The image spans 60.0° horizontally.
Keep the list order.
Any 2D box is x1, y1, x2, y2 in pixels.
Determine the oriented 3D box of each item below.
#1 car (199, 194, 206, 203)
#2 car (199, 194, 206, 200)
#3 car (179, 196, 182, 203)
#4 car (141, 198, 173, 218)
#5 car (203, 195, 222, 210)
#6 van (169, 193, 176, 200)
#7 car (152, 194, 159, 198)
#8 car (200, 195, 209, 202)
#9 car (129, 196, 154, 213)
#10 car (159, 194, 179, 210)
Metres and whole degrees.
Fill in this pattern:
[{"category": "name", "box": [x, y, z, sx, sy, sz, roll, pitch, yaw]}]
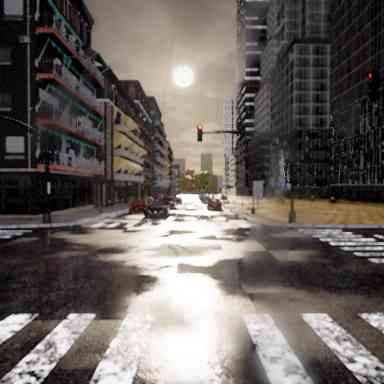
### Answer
[{"category": "car", "box": [2.787, 1.444, 64.096, 2.008, 1.369, 4.403, -1, 0, 0]}, {"category": "car", "box": [2.848, 1.381, 92.512, 1.752, 1.417, 4.829, -1, 0, 0]}, {"category": "car", "box": [-2.865, 1.494, 63.824, 1.895, 1.301, 4.718, 0, 0, 0]}, {"category": "car", "box": [-3.035, 1.510, 29.585, 1.994, 1.385, 4.181, 0, 0, 0]}, {"category": "car", "box": [2.737, 1.471, 41.501, 1.887, 1.381, 4.507, -1, 0, 0]}, {"category": "van", "box": [-5.502, 1.197, 92.301, 1.690, 1.788, 3.998, -1, 0, 0]}, {"category": "car", "box": [-5.612, 1.367, 41.462, 1.967, 1.590, 4.097, -1, 0, 0]}, {"category": "car", "box": [2.811, 1.422, 75.395, 1.887, 1.381, 4.507, -1, 0, 0]}, {"category": "car", "box": [-5.623, 1.480, 35.813, 1.887, 1.381, 4.507, -1, 0, 0]}, {"category": "car", "box": [-3.003, 1.427, 41.869, 1.837, 1.490, 4.892, 0, 1, 0]}]
